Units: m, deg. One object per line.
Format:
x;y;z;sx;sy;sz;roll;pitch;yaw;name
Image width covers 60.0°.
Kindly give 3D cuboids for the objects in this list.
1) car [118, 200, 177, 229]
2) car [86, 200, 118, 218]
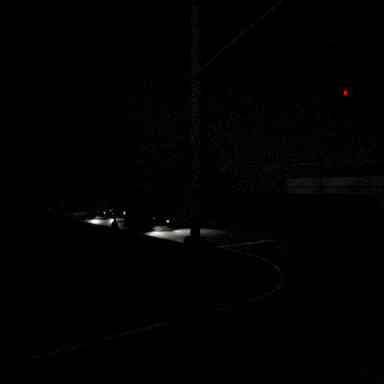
-2.860;1.505;21.838;1.837;1.490;4.892;0;0;-36;car
-8.386;1.505;30.084;1.837;1.490;4.892;0;0;-26;car
